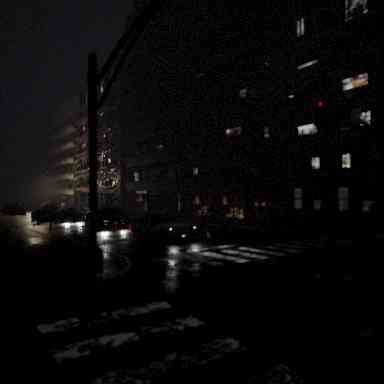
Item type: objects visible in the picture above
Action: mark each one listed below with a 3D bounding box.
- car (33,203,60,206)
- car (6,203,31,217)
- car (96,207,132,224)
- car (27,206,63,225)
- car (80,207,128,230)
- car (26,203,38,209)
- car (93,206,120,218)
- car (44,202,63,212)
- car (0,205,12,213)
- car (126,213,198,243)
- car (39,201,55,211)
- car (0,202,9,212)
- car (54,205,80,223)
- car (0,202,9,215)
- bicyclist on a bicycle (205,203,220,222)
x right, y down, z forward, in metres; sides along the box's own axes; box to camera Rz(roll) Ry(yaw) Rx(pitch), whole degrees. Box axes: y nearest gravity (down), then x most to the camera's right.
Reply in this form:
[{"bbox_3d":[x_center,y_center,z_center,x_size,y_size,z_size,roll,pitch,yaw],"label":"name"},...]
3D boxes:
[{"bbox_3d":[-18.705,2.567,42.967,2.033,1.411,5.357,0,-1,-35],"label":"car"},{"bbox_3d":[-23.898,2.662,45.763,1.752,1.417,4.829,-1,-1,-35],"label":"car"},{"bbox_3d":[-7.803,2.225,32.961,1.812,1.442,4.674,0,-1,-35],"label":"car"},{"bbox_3d":[-14.234,2.313,31.997,1.887,1.381,4.507,-1,-1,-35],"label":"car"},{"bbox_3d":[-6.965,2.074,26.174,1.837,1.490,4.892,0,-1,-35],"label":"car"},{"bbox_3d":[-39.966,3.554,83.198,1.947,1.339,4.313,-1,0,-35],"label":"car"},{"bbox_3d":[-10.689,2.469,41.477,1.802,1.307,4.206,-1,0,-35],"label":"car"},{"bbox_3d":[-26.964,2.820,64.655,2.192,1.841,5.009,-1,0,-35],"label":"car"},{"bbox_3d":[-33.756,3.055,59.810,1.887,1.381,4.507,-1,-1,-35],"label":"car"},{"bbox_3d":[-1.676,1.965,18.638,1.895,1.301,4.718,0,-1,-35],"label":"car"},{"bbox_3d":[-30.218,2.942,69.291,2.192,1.841,5.009,-1,0,-35],"label":"car"},{"bbox_3d":[-37.015,2.947,64.445,2.192,1.841,5.009,-1,-1,-35],"label":"car"},{"bbox_3d":[-12.659,2.352,34.307,1.994,1.385,4.181,0,-1,-35],"label":"car"},{"bbox_3d":[-27.254,2.579,50.540,2.192,1.841,5.009,-1,-1,-35],"label":"car"},{"bbox_3d":[1.780,1.801,28.901,1.656,1.620,0.582,0,-1,-35],"label":"bicyclist on a bicycle"}]
